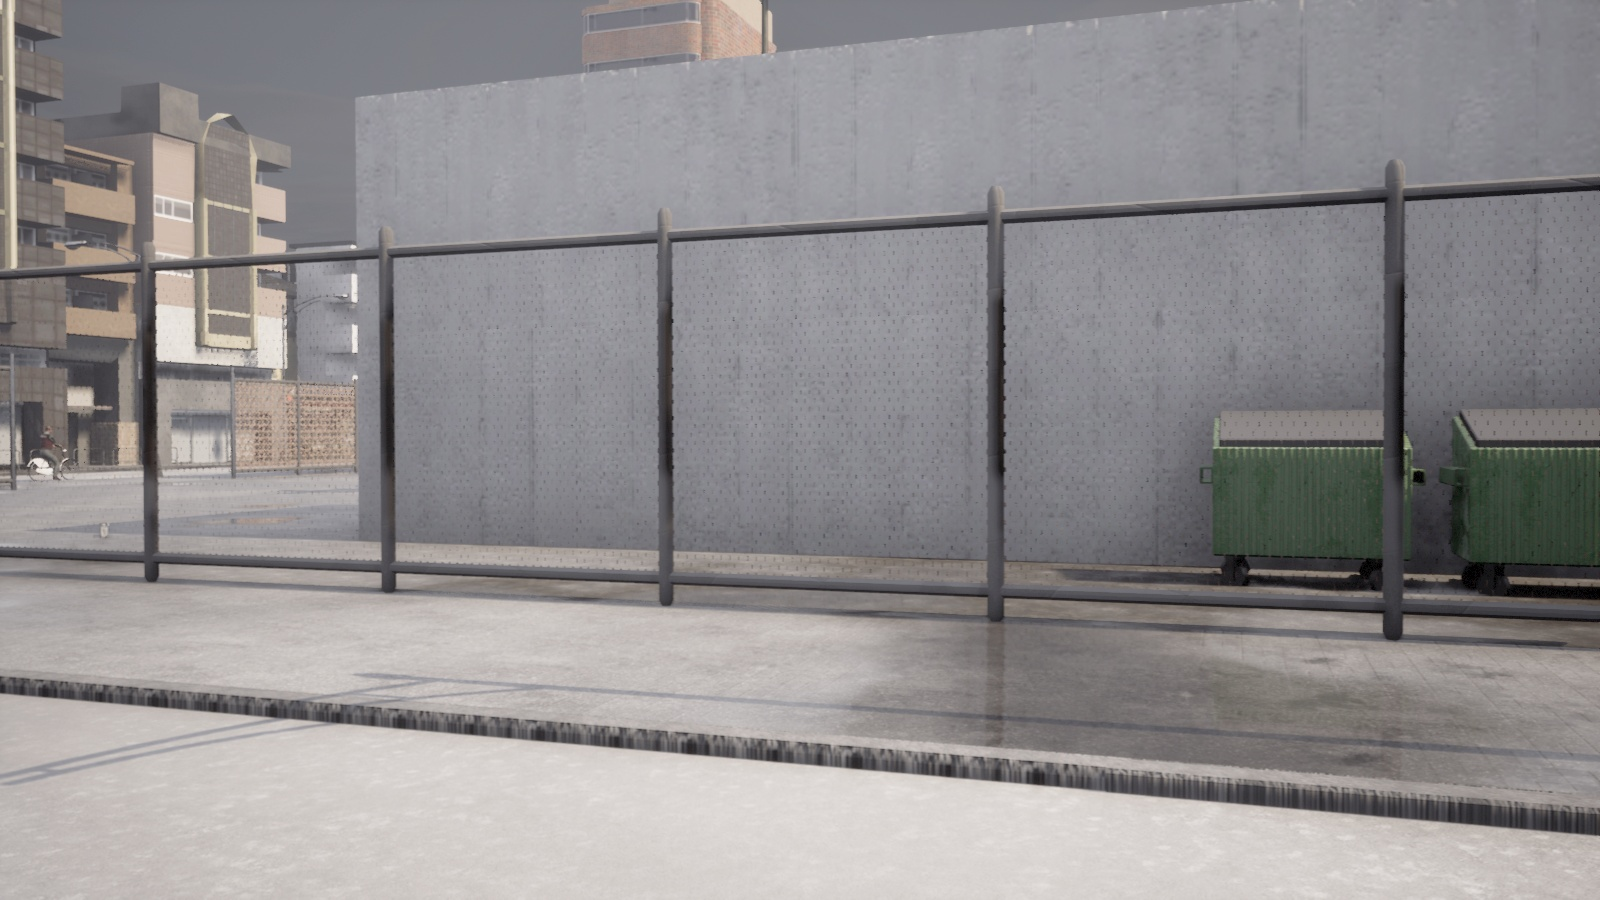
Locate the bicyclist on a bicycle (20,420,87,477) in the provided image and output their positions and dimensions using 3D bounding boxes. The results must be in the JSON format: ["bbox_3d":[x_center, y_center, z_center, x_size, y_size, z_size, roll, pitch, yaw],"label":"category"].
[{"bbox_3d":[-23.718,-0.072,39.944,0.659,1.776,1.843,1,1,19],"label":"bicyclist on a bicycle"}]
